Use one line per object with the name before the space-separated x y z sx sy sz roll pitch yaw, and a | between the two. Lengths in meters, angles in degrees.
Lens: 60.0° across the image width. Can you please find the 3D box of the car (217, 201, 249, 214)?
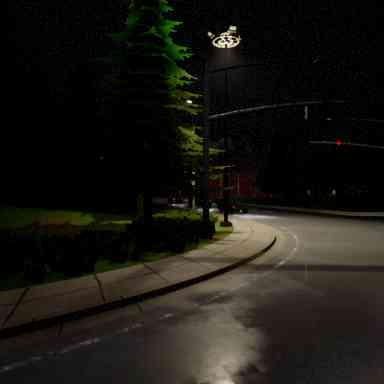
car | 4.335 1.600 35.653 1.895 1.301 4.718 0 0 -15

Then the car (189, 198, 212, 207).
car | 1.110 1.220 47.238 2.150 2.045 5.566 0 0 -16

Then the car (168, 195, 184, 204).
car | -2.947 1.350 60.851 2.097 1.767 4.553 0 0 -17
